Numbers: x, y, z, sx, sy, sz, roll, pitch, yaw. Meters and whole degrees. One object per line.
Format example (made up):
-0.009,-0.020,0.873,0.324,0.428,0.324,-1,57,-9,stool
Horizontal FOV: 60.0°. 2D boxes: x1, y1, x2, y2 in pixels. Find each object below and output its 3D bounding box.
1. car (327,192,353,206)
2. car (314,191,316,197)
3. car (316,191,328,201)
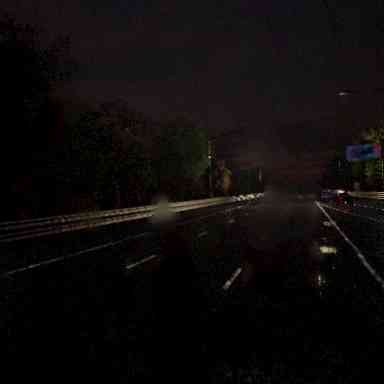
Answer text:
17.803,0.864,39.588,1.837,1.490,4.892,-3,0,14,car
31.627,0.414,83.165,1.882,1.535,5.008,-3,0,19,car
22.787,0.762,56.741,2.033,1.411,5.357,-3,0,18,car
